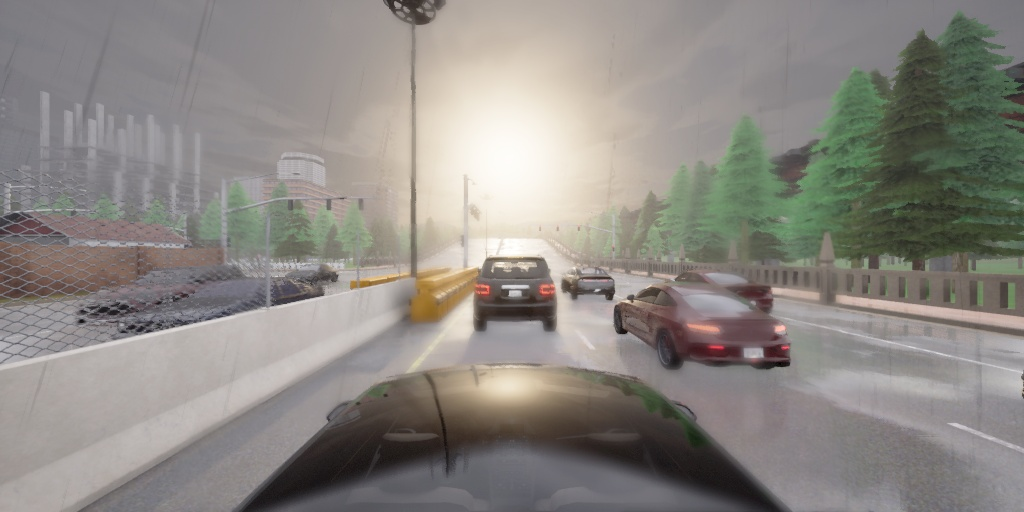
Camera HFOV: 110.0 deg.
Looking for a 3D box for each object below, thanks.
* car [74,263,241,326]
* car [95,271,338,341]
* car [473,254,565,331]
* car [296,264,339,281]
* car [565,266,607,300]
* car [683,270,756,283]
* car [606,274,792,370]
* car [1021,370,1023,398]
[{"bbox_3d":[-10.606,1.103,11.499,2.097,1.767,4.553,0,0,0],"label":"car"},{"bbox_3d":[-7.110,1.298,9.706,2.033,1.411,5.357,0,0,0],"label":"car"},{"bbox_3d":[0.081,0.972,11.071,2.150,2.045,5.566,0,0,0],"label":"car"},{"bbox_3d":[-14.043,1.286,25.477,1.812,1.442,4.674,0,0,0],"label":"car"},{"bbox_3d":[3.573,1.243,17.451,2.128,1.511,4.902,0,0,0],"label":"car"},{"bbox_3d":[7.078,1.229,13.088,1.882,1.535,5.008,0,0,0],"label":"car"},{"bbox_3d":[3.592,1.276,7.630,1.812,1.442,4.674,0,0,0],"label":"car"},{"bbox_3d":[7.100,1.253,2.238,1.837,1.490,4.892,0,0,0],"label":"car"}]
